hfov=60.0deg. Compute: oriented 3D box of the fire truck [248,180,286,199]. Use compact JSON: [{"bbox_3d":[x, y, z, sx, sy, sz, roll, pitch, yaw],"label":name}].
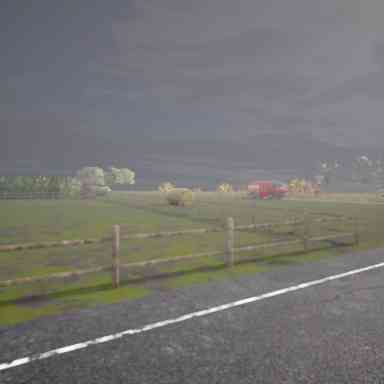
[{"bbox_3d":[15.510,-0.539,69.535,2.891,3.827,8.468,1,0,-32],"label":"fire truck"}]
